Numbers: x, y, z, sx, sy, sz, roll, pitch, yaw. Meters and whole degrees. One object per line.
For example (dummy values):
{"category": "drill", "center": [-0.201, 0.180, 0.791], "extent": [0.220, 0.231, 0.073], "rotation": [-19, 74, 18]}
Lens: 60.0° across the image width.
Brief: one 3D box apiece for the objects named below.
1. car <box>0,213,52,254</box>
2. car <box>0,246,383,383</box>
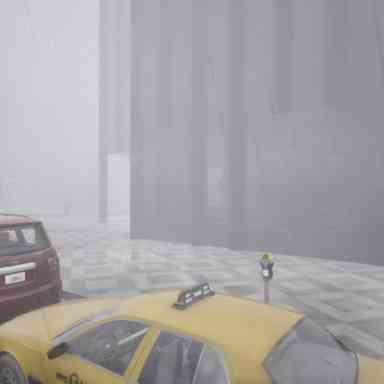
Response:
{"category": "car", "center": [-4.466, 1.314, 6.155], "extent": [5.009, 1.841, 2.192], "rotation": [0, 0, 36]}
{"category": "car", "center": [-0.191, 1.525, 3.099], "extent": [4.829, 1.417, 1.752], "rotation": [0, 0, 36]}
